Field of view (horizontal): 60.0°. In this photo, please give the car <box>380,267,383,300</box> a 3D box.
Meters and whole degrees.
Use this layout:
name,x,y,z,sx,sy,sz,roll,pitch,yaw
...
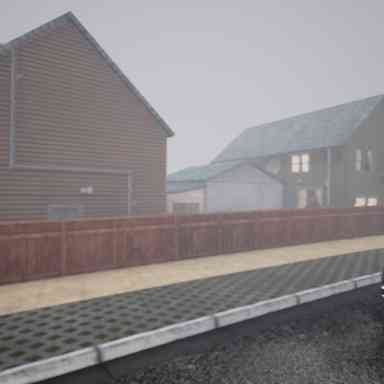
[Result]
name,x,y,z,sx,sy,sz,roll,pitch,yaw
car,5.794,1.455,6.714,4.902,1.511,2.128,0,0,-32
